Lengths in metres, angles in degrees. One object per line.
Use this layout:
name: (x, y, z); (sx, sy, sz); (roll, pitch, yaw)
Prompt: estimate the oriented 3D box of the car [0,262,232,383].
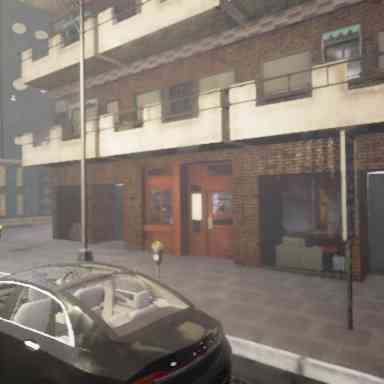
car: (-1.655, 1.565, 4.069); (4.403, 1.369, 2.008); (0, -1, 36)
